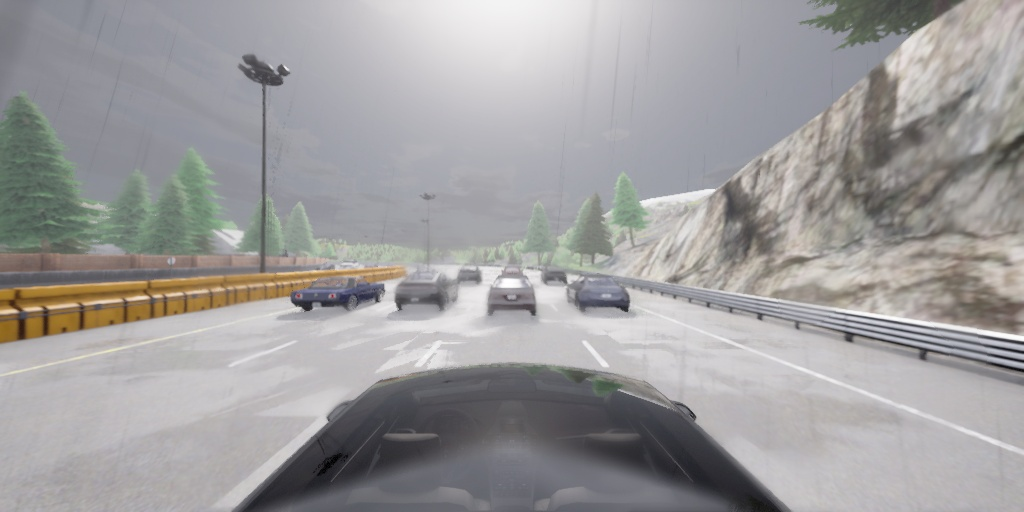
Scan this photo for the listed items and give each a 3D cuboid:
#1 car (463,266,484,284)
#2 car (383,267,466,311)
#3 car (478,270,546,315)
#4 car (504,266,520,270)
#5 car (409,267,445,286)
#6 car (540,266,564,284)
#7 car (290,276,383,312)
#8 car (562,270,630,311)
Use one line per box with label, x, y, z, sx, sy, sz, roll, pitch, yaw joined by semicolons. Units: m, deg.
car;-3.487;1.557;30.319;2.128;1.511;4.902;0;0;0
car;-3.470;1.393;15.327;2.128;1.511;4.902;0;0;1
car;0.016;1.437;14.329;2.033;1.411;5.357;0;-1;0
car;0.010;1.594;30.719;1.812;1.442;4.674;0;0;0
car;-6.985;1.663;30.069;1.895;1.301;4.718;0;-1;0
car;3.513;1.572;30.311;1.837;1.490;4.892;0;0;0
car;-6.974;1.498;15.070;1.895;1.301;4.718;0;-1;1
car;3.526;1.464;15.256;1.994;1.385;4.181;0;-1;1
